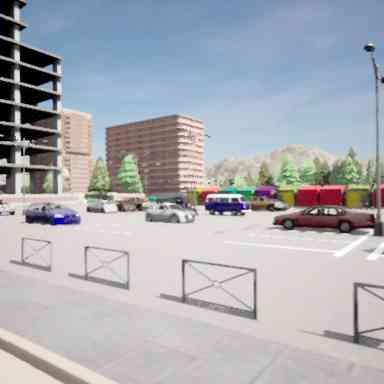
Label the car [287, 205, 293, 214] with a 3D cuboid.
[{"bbox_3d":[9.929,1.575,41.075,3.905,1.438,1.784,-1,-1,36],"label":"car"}]

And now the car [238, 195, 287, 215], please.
[{"bbox_3d":[8.176,1.363,38.768,4.605,1.855,1.932,-1,-1,36],"label":"car"}]

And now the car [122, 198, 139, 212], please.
[{"bbox_3d":[-8.808,1.734,40.903,3.905,1.438,1.784,-1,-1,36],"label":"car"}]

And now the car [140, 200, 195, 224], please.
[{"bbox_3d":[-1.661,1.590,25.029,3.806,1.475,1.970,-1,-1,36],"label":"car"}]

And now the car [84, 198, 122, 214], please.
[{"bbox_3d":[-10.507,1.763,38.559,3.806,1.475,1.970,-1,-1,36],"label":"car"}]

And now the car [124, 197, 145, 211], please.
[{"bbox_3d":[-7.277,1.526,43.107,4.605,1.855,1.932,-1,-1,36],"label":"car"}]
